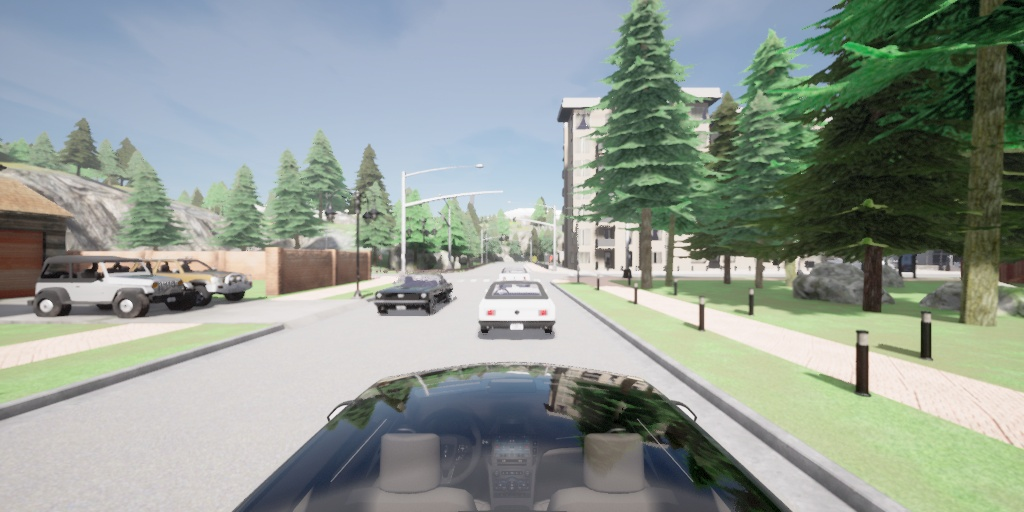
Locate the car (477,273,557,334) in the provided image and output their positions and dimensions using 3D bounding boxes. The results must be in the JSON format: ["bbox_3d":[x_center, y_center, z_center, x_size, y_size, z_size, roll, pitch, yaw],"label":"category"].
[{"bbox_3d":[0.124,1.353,10.564,1.895,1.301,4.718,0,0,0],"label":"car"}]

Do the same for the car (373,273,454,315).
[{"bbox_3d":[-3.538,1.353,13.677,1.895,1.301,4.718,0,0,1],"label":"car"}]

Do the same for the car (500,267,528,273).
[{"bbox_3d":[0.147,1.355,23.652,1.895,1.301,4.718,0,0,0],"label":"car"}]
